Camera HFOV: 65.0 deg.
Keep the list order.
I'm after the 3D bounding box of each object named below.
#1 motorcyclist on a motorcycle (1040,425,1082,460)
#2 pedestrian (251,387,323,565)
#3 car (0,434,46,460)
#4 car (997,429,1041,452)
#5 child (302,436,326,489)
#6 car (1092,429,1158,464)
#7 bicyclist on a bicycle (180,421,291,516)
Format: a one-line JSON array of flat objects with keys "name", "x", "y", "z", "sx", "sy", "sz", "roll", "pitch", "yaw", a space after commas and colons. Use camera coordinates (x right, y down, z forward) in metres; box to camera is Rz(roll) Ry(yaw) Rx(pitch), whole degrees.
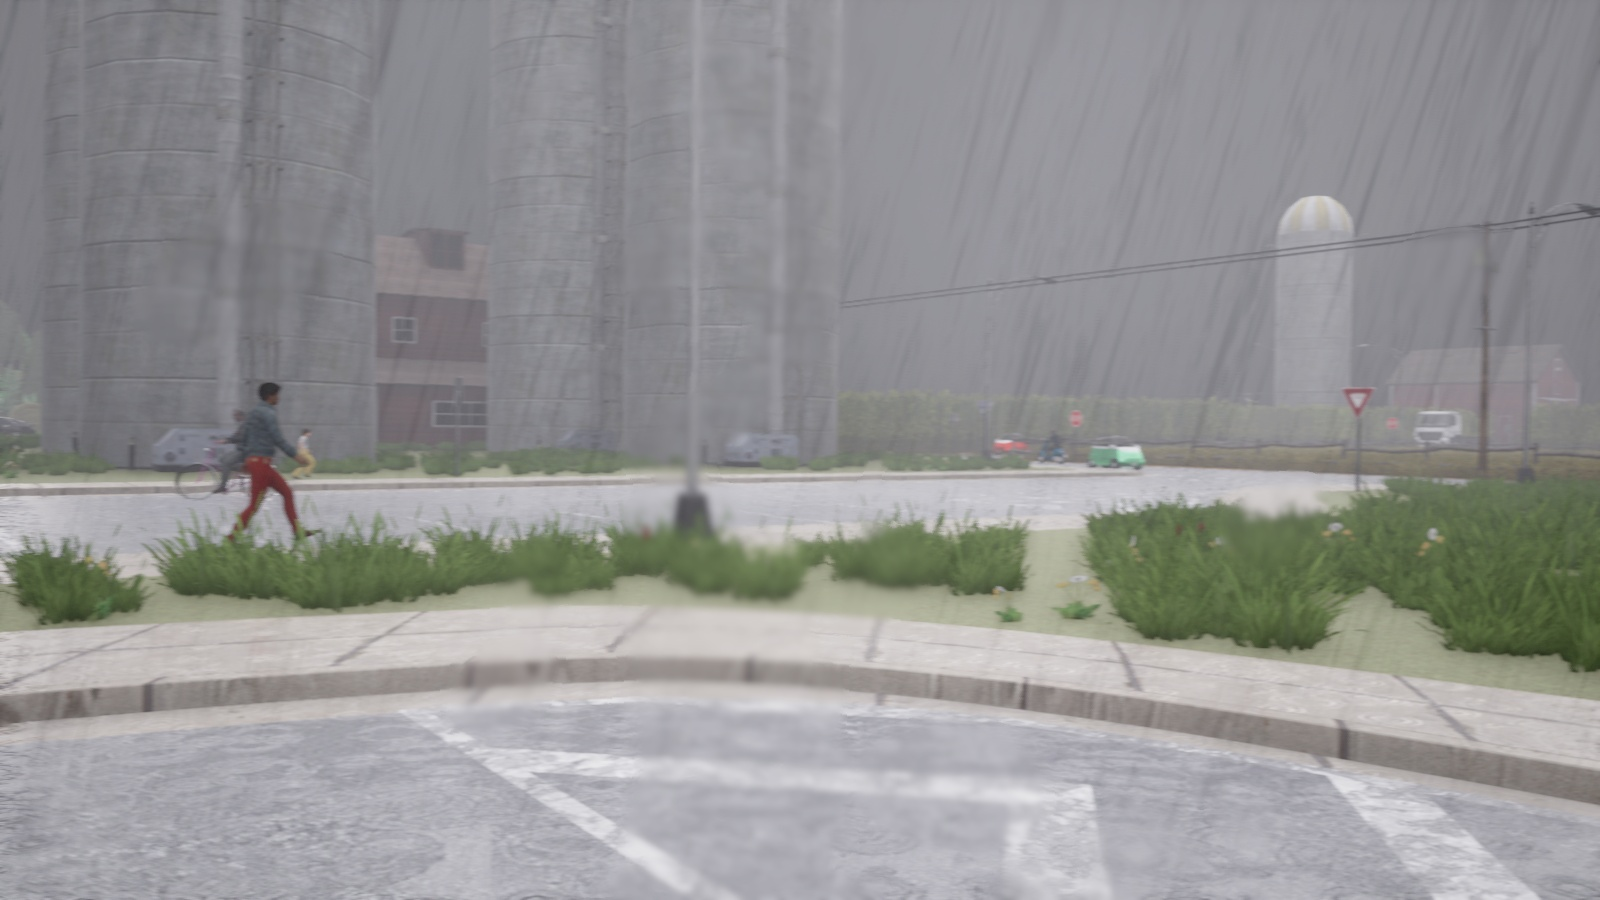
[{"name": "motorcyclist on a motorcycle", "x": 12.150, "y": -0.370, "z": 58.475, "sx": 0.866, "sy": 1.590, "sz": 1.817, "roll": -1, "pitch": 1, "yaw": -34}, {"name": "pedestrian", "x": -5.430, "y": 0.263, "z": 13.299, "sx": 0.614, "sy": 1.847, "sz": 0.353, "roll": -1, "pitch": 1, "yaw": -36}, {"name": "car", "x": -47.928, "y": -0.165, "z": 74.911, "sx": 4.892, "sy": 1.490, "sz": 1.837, "roll": -1, "pitch": 1, "yaw": -35}, {"name": "car", "x": 13.242, "y": -0.582, "z": 75.861, "sx": 2.207, "sy": 1.376, "sz": 1.481, "roll": -1, "pitch": 1, "yaw": -34}, {"name": "child", "x": -11.580, "y": 0.296, "z": 29.918, "sx": 0.437, "sy": 1.263, "sz": 0.270, "roll": -1, "pitch": 1, "yaw": -39}, {"name": "car", "x": 13.099, "y": -0.139, "z": 50.679, "sx": 1.481, "sy": 1.376, "sz": 2.207, "roll": -1, "pitch": 1, "yaw": -30}, {"name": "bicyclist on a bicycle", "x": -10.818, "y": 0.330, "z": 24.095, "sx": 1.843, "sy": 1.776, "sz": 0.659, "roll": -1, "pitch": 1, "yaw": -35}]
